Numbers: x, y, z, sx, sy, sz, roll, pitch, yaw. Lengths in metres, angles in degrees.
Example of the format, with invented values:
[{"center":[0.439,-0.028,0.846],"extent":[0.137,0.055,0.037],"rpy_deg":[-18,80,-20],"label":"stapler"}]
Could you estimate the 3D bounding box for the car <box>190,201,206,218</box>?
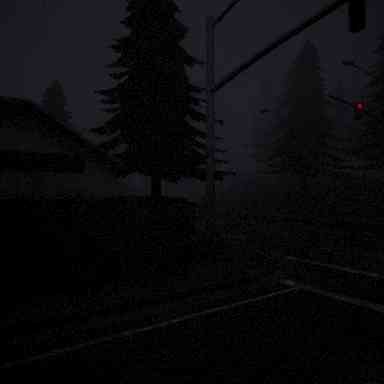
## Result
[{"center":[-0.085,1.510,28.592],"extent":[1.812,1.442,4.674],"rpy_deg":[0,0,-36],"label":"car"}]
